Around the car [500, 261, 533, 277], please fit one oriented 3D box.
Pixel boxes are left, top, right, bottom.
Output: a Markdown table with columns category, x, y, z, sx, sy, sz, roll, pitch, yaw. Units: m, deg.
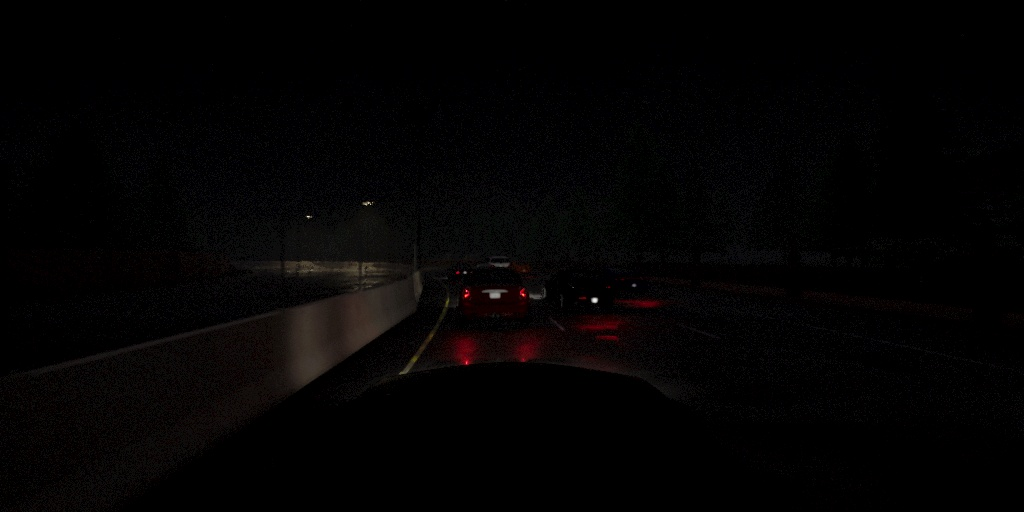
| category | x | y | z | sx | sy | sz | roll | pitch | yaw |
| --- | --- | --- | --- | --- | --- | --- | --- | --- | --- |
| car | 0.406 | 1.306 | 38.155 | 1.882 | 1.535 | 5.008 | 0 | 0 | -19 |

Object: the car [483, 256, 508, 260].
| category | x | y | z | sx | sy | sz | roll | pitch | yaw |
| --- | --- | --- | --- | --- | --- | --- | --- | --- | --- |
| car | -1.772 | 1.050 | 33.849 | 2.150 | 2.045 | 5.566 | 0 | 0 | -18 |

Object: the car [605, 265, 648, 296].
| category | x | y | z | sx | sy | sz | roll | pitch | yaw |
| --- | --- | --- | --- | --- | --- | --- | --- | --- | --- |
| car | 5.368 | 1.242 | 19.351 | 1.882 | 1.535 | 5.008 | 0 | 0 | -9 |

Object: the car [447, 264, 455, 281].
| category | x | y | z | sx | sy | sz | roll | pitch | yaw |
| --- | --- | --- | --- | --- | --- | --- | --- | --- | --- |
| car | -4.446 | 1.382 | 30.851 | 2.033 | 1.411 | 5.357 | 0 | 0 | -17 |

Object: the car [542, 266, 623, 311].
| category | x | y | z | sx | sy | sz | roll | pitch | yaw |
| --- | --- | --- | --- | --- | --- | --- | --- | --- | --- |
| car | 2.538 | 1.272 | 14.734 | 1.837 | 1.490 | 4.892 | 0 | 0 | -7 |

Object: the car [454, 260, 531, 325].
| category | x | y | z | sx | sy | sz | roll | pitch | yaw |
| --- | --- | --- | --- | --- | --- | --- | --- | --- | --- |
| car | -0.668 | 1.128 | 12.124 | 2.097 | 1.767 | 4.553 | 0 | 0 | -5 |
